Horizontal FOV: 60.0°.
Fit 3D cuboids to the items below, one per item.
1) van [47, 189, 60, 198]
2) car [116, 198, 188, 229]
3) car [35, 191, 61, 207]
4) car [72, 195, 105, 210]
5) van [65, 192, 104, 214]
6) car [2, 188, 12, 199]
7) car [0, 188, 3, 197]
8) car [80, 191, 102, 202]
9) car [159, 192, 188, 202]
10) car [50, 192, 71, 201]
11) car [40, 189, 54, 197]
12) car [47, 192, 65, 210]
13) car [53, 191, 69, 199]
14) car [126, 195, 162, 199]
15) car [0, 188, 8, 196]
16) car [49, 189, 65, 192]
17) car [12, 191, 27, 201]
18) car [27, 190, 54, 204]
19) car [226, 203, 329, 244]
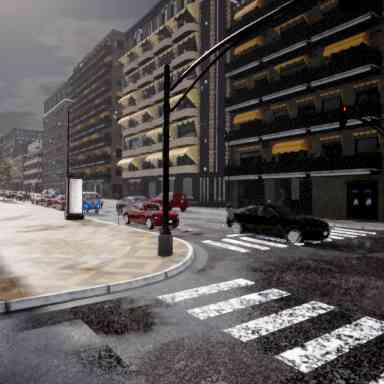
[{"bbox_3d":[-29.007,0.260,69.700,1.690,1.788,3.998,2,0,-36],"label":"van"},{"bbox_3d":[-2.433,1.261,19.061,1.887,1.381,4.507,2,0,-36],"label":"car"},{"bbox_3d":[-15.770,0.909,37.338,1.887,1.381,4.507,2,0,-36],"label":"car"},{"bbox_3d":[-10.961,1.062,35.131,1.895,1.301,4.718,1,0,-36],"label":"car"},{"bbox_3d":[-9.095,0.881,28.200,1.690,1.788,3.998,2,0,-36],"label":"van"},{"bbox_3d":[-32.443,0.470,60.185,1.887,1.381,4.507,2,0,-36],"label":"car"},{"bbox_3d":[-39.112,0.301,69.323,2.008,1.369,4.403,2,0,-36],"label":"car"},{"bbox_3d":[-15.672,0.710,51.423,1.967,1.590,4.097,2,0,-36],"label":"car"},{"bbox_3d":[-2.330,0.936,33.146,2.192,1.841,5.009,2,0,-36],"label":"car"},{"bbox_3d":[-22.041,0.680,55.733,2.033,1.411,5.357,1,0,-36],"label":"car"},{"bbox_3d":[-32.345,0.272,74.270,1.967,1.590,4.097,2,0,-36],"label":"car"},{"bbox_3d":[-12.436,0.997,32.769,1.887,1.381,4.507,2,0,-36],"label":"car"},{"bbox_3d":[-25.779,0.529,65.268,1.752,1.417,4.829,2,0,-36],"label":"car"},{"bbox_3d":[-4.220,1.131,25.885,2.128,1.511,4.902,1,0,-36],"label":"car"},{"bbox_3d":[-42.440,-0.022,73.893,2.192,1.841,5.009,2,0,-36],"label":"car"},{"bbox_3d":[-17.598,0.637,44.297,2.097,1.767,4.553,1,1,-36],"label":"car"},{"bbox_3d":[-25.771,0.541,51.046,1.967,1.590,4.097,2,0,-36],"label":"car"},{"bbox_3d":[-19.004,0.805,41.771,1.752,1.417,4.829,2,0,-36],"label":"car"},{"bbox_3d":[3.843,1.353,15.589,1.882,1.535,5.008,0,2,-42],"label":"car"}]
